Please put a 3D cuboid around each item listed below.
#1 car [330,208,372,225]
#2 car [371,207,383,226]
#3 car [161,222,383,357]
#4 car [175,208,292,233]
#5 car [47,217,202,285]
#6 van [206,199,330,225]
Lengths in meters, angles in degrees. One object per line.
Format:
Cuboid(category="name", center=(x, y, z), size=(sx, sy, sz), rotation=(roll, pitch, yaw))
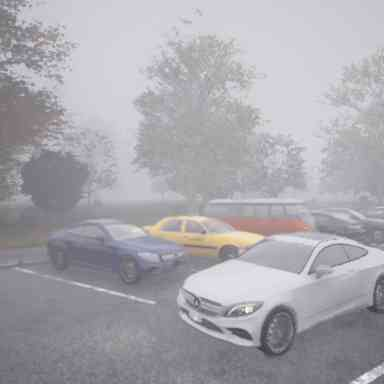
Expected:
Cuboid(category="car", center=(5.031, 1.526, 14.637), size=(4.674, 1.452, 2.002), rotation=(-1, -1, 35))
Cuboid(category="car", center=(7.482, 1.528, 16.288), size=(4.674, 1.452, 2.002), rotation=(0, -1, 36))
Cuboid(category="car", center=(1.955, 1.522, 6.133), size=(4.674, 1.442, 1.812), rotation=(0, 0, -35))
Cuboid(category="car", center=(0.299, 1.478, 11.153), size=(5.366, 1.575, 1.946), rotation=(-1, -1, 35))
Cuboid(category="car", center=(-2.287, 1.524, 9.554), size=(4.674, 1.452, 2.002), rotation=(-1, -1, 35))
Cuboid(category="van", center=(2.680, 1.257, 12.892), size=(4.442, 1.987, 1.878), rotation=(-1, -1, 35))
